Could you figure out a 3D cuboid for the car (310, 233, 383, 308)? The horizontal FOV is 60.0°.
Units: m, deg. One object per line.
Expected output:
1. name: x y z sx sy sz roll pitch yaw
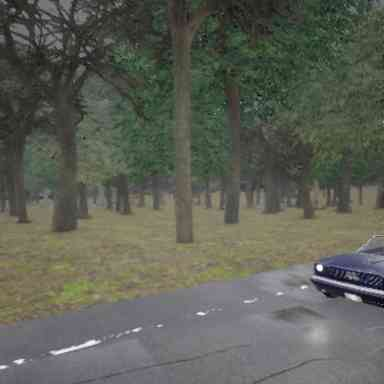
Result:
1. car: 4.723 1.596 7.281 4.718 1.301 1.895 0 0 -35
